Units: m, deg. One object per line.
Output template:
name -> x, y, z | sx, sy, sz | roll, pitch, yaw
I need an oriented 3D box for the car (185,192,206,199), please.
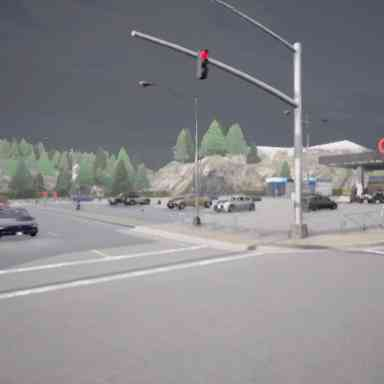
car -> 0.819, 0.887, 77.933 | 4.514, 1.523, 2.007 | -1, 0, -36

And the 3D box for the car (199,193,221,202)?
car -> 3.350, 0.952, 61.315 | 3.633, 1.501, 1.845 | -1, 0, -36

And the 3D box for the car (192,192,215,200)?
car -> 2.688, 0.876, 75.414 | 5.027, 1.636, 2.152 | -1, 0, -36

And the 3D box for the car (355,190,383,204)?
car -> 24.120, 0.614, 44.537 | 3.866, 1.878, 1.905 | -1, 0, -36

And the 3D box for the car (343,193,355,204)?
car -> 22.683, 0.892, 47.597 | 3.806, 1.475, 1.970 | -1, 0, -36

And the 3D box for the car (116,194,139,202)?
car -> -12.569, 1.153, 64.662 | 3.806, 1.475, 1.970 | -1, 0, -36

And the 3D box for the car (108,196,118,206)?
car -> -9.626, 0.951, 47.575 | 4.605, 1.855, 1.932 | -1, 0, -36

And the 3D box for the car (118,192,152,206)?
car -> -7.599, 0.924, 45.453 | 3.866, 1.878, 1.905 | -1, 0, -36

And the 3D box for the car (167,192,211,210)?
car -> -0.146, 0.996, 35.054 | 5.027, 1.636, 2.152 | -1, 0, -36

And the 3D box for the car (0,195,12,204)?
car -> -15.660, 1.262, 26.215 | 2.150, 2.045, 5.566 | -1, 0, -35

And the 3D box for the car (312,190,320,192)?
car -> 15.811, 0.730, 42.626 | 4.605, 1.855, 1.932 | -1, 0, -36

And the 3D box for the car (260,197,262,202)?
car -> 9.136, 0.927, 53.167 | 4.514, 1.523, 2.007 | -1, 0, -36

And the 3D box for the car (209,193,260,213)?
car -> 3.856, 1.068, 30.026 | 3.806, 1.475, 1.970 | -1, 0, -36

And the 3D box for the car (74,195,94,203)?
car -> -20.336, 1.233, 62.763 | 3.633, 1.501, 1.845 | -1, 0, -36

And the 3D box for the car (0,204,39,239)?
car -> -9.699, 1.584, 17.893 | 2.033, 1.411, 5.357 | -1, 0, -36

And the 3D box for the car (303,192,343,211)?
car -> 11.719, 1.048, 31.155 | 4.514, 1.523, 2.007 | -1, 0, -36
